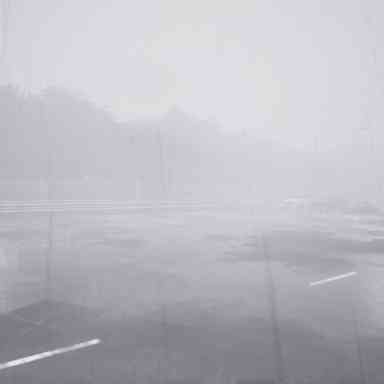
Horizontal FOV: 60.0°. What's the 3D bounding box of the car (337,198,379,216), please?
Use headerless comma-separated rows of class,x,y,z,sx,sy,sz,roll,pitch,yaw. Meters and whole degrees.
car,16.569,1.580,32.772,4.181,1.385,1.994,0,0,-37

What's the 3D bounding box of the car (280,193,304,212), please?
car,12.662,1.126,38.658,5.566,2.045,2.150,-2,1,-37

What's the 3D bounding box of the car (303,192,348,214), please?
car,14.829,1.217,35.840,5.566,2.045,2.150,0,0,-37
